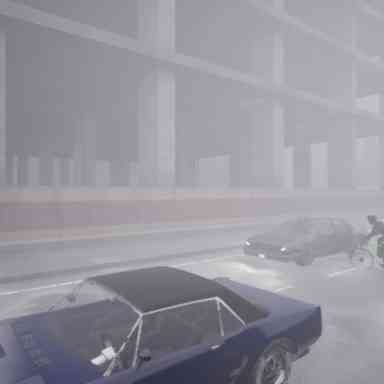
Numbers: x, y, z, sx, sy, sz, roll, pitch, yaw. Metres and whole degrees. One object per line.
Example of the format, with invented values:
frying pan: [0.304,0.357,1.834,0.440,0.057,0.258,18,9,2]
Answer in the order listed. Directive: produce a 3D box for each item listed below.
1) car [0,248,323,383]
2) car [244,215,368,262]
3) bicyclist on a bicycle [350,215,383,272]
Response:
car: [-0.740,1.601,3.453,4.718,1.301,1.895,0,0,-38]
car: [4.219,1.547,11.667,5.357,1.411,2.033,0,0,-37]
bicyclist on a bicycle: [5.105,1.455,9.090,0.582,1.620,1.656,0,-2,-37]
